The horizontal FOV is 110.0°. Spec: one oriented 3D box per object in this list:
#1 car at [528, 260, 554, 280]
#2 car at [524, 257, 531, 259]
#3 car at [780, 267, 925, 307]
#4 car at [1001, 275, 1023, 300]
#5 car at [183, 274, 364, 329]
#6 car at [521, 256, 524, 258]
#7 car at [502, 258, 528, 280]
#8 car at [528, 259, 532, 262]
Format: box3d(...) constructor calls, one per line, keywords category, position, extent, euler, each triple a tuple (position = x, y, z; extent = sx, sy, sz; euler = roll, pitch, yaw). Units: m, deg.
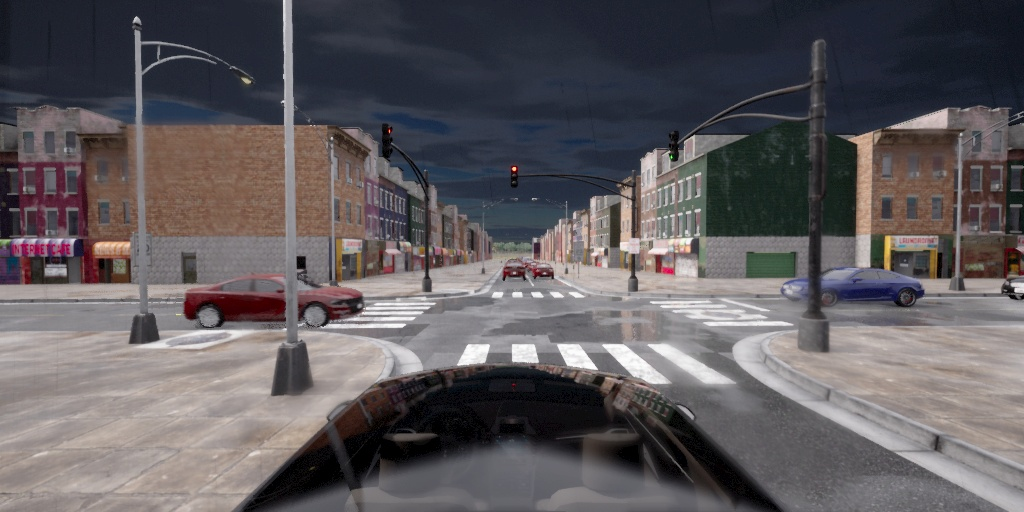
box3d(category="car", position=(2.698, 1.290, 31.665), extent=(1.888, 1.381, 4.507), euler=(0, 0, 0))
box3d(category="car", position=(2.744, 1.290, 53.795), extent=(1.888, 1.381, 4.507), euler=(0, 0, 0))
box3d(category="car", position=(13.299, 1.160, 14.113), extent=(4.674, 1.442, 1.812), euler=(0, 1, 1))
box3d(category="car", position=(22.461, 1.086, 14.069), extent=(4.902, 1.511, 2.128), euler=(0, 1, 0))
box3d(category="car", position=(-7.257, 1.305, 11.189), extent=(5.008, 1.535, 1.882), euler=(0, 1, 0))
box3d(category="car", position=(2.755, 1.185, 59.328), extent=(1.967, 1.591, 4.097), euler=(0, 0, 0))
box3d(category="car", position=(0.183, 1.223, 31.689), extent=(1.882, 1.535, 5.008), euler=(0, 0, 0))
box3d(category="car", position=(2.721, 1.327, 42.730), extent=(1.802, 1.307, 4.207), euler=(0, 0, 0))
